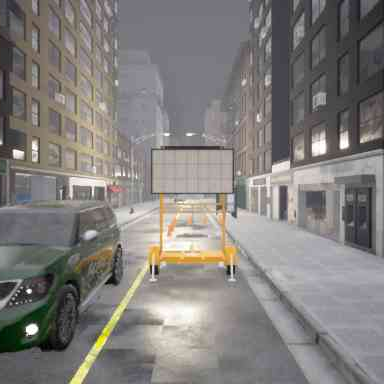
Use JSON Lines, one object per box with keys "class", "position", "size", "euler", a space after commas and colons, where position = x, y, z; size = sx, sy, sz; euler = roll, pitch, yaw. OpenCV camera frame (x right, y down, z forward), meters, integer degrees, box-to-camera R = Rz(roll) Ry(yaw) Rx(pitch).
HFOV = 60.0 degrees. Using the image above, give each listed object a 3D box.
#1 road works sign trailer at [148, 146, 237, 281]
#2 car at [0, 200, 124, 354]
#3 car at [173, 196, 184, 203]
{"class": "road works sign trailer", "position": [0.015, 0.463, 9.795], "size": [2.380, 3.560, 2.880], "euler": [0, 0, 0]}
{"class": "car", "position": [-2.841, 1.220, 6.540], "size": [2.150, 2.045, 5.566], "euler": [0, 0, 0]}
{"class": "car", "position": [-2.653, 1.479, 66.377], "size": [1.812, 1.442, 4.674], "euler": [0, 0, 0]}
